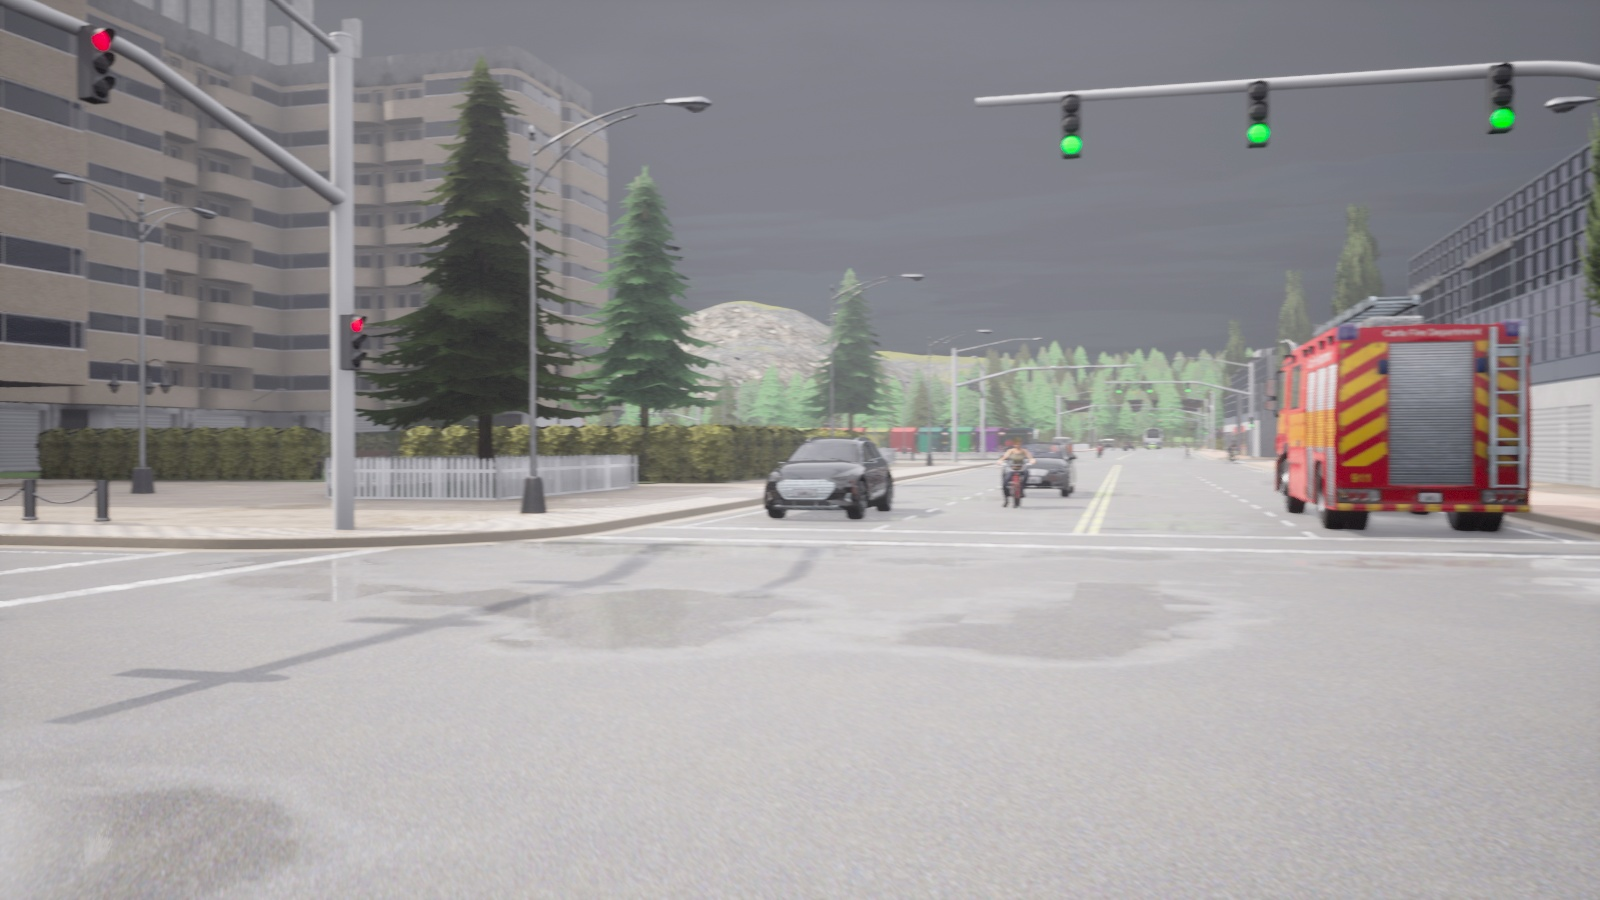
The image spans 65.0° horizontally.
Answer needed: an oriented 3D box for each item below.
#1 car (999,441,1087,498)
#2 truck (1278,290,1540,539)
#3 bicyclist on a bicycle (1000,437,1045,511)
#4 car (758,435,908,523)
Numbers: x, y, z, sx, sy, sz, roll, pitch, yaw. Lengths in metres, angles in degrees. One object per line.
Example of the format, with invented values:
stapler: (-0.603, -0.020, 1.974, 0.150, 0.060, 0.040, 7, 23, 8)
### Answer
car: (6.945, 0.497, 35.503, 2.128, 1.511, 4.902, 0, 0, 15)
truck: (11.059, -0.563, 23.752, 2.891, 3.827, 8.468, 0, 0, 15)
bicyclist on a bicycle: (5.030, 0.520, 28.294, 0.866, 1.612, 1.509, 0, 0, 15)
car: (0.813, 0.531, 26.081, 2.033, 1.649, 4.856, 0, 0, 15)
